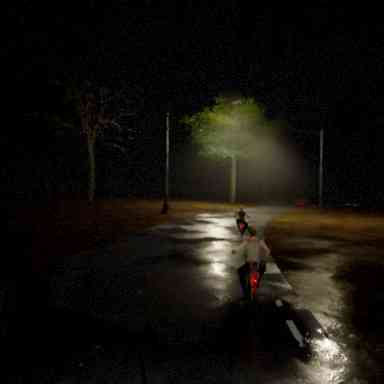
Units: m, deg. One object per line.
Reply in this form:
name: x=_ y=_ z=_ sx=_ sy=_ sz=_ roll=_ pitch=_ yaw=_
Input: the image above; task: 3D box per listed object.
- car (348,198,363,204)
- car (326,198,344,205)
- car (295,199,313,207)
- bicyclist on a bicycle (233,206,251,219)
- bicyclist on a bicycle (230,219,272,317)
car: x=39.332 y=2.111 z=79.780 sx=4.674 sy=1.442 sz=1.812 roll=1 pitch=1 yaw=-35
car: x=29.072 y=1.946 z=67.607 sx=4.892 sy=1.490 sz=1.837 roll=1 pitch=0 yaw=-41
car: x=18.743 y=1.811 z=55.482 sx=1.994 sy=1.385 sz=4.181 roll=1 pitch=0 yaw=36
bicyclist on a bicycle: x=2.445 y=1.464 z=16.330 sx=0.866 sy=1.612 sz=1.509 roll=0 pitch=0 yaw=10
bicyclist on a bicycle: x=1.175 y=1.445 z=6.522 sx=0.866 sy=1.612 sz=1.509 roll=0 pitch=0 yaw=5
